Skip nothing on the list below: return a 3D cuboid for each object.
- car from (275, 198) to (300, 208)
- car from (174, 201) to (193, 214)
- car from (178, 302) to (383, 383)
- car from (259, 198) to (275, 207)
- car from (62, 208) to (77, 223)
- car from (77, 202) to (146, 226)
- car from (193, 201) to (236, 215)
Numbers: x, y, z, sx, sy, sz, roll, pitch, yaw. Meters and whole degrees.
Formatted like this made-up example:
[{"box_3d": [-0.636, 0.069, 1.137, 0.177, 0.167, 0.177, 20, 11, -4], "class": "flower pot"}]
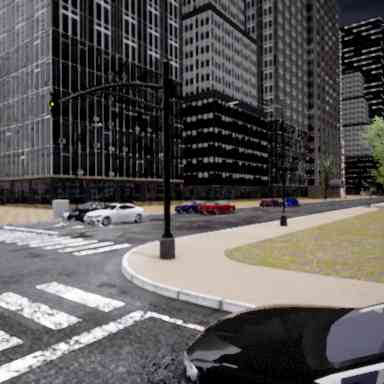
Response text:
[{"box_3d": [14.454, 1.561, 49.233, 1.812, 1.442, 4.674, -1, -1, 37], "class": "car"}, {"box_3d": [0.180, 1.654, 35.877, 1.895, 1.301, 4.718, -1, -1, 37], "class": "car"}, {"box_3d": [2.100, 1.493, 2.186, 4.902, 1.511, 2.128, 0, 0, 36], "class": "car"}, {"box_3d": [11.956, 1.639, 51.320, 1.994, 1.385, 4.181, -1, -1, 37], "class": "car"}, {"box_3d": [-7.541, 1.528, 25.666, 2.128, 1.511, 4.902, -1, -1, 37], "class": "car"}, {"box_3d": [-5.273, 1.524, 23.279, 1.812, 1.442, 4.674, -1, -1, 37], "class": "car"}, {"box_3d": [2.507, 1.615, 33.564, 1.895, 1.301, 4.718, -1, -1, 37], "class": "car"}]
